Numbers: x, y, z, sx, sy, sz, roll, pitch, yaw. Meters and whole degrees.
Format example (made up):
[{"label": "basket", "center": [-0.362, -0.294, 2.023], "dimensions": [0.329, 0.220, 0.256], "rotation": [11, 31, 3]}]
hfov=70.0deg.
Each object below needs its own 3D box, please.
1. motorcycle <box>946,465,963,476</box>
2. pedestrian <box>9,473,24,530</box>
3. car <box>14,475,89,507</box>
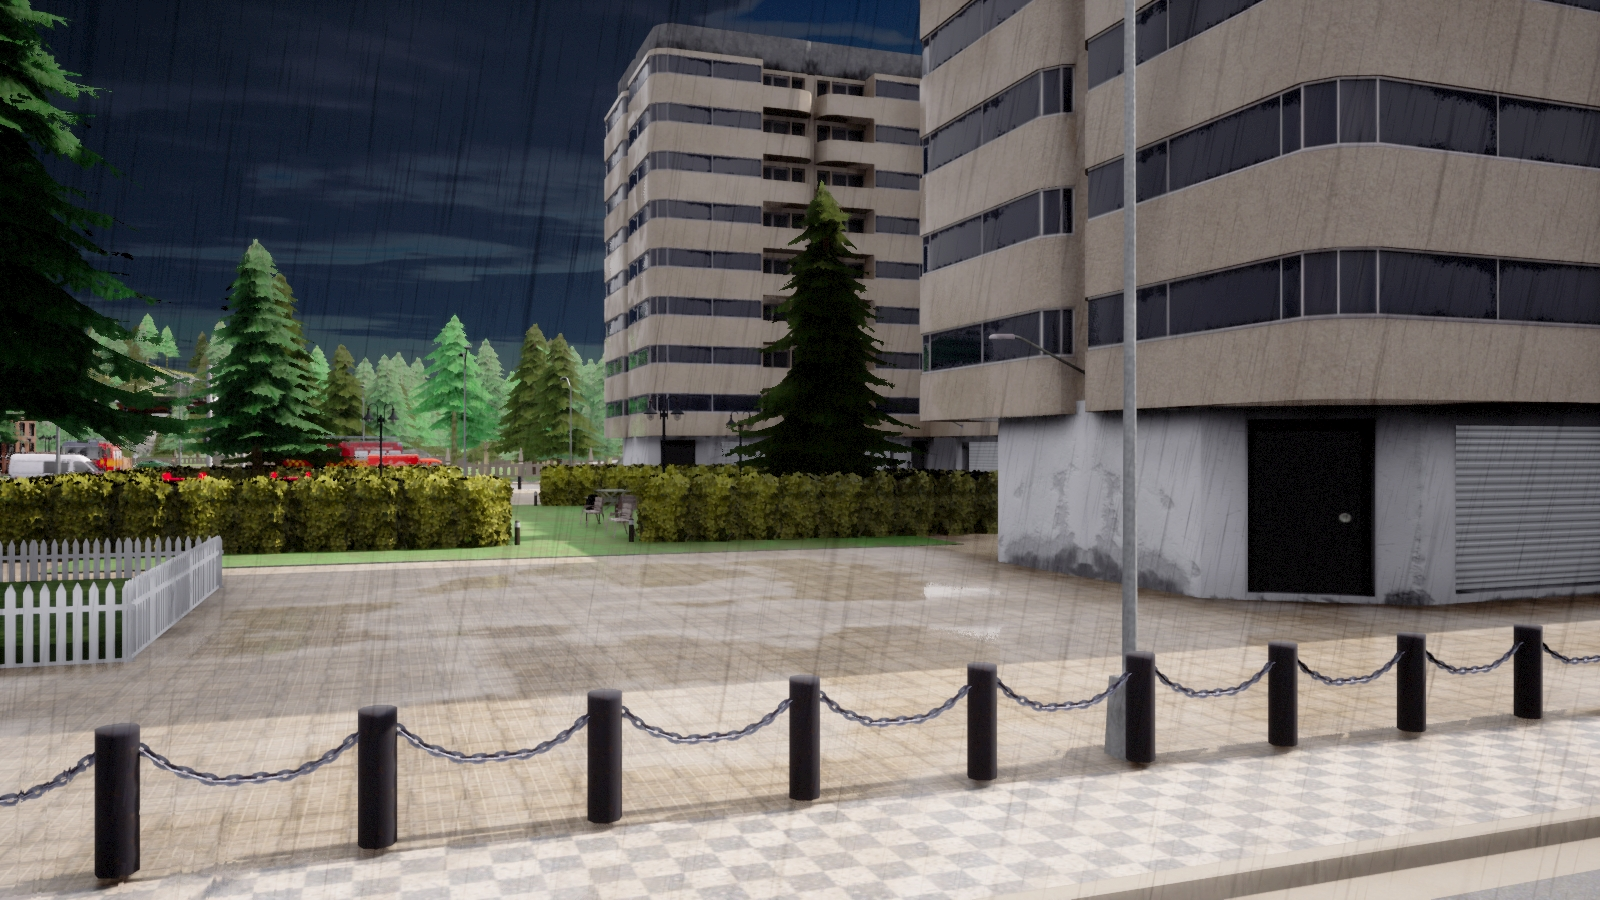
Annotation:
[{"label": "motorcycle", "center": [16.084, 2.131, 119.009], "dimensions": [0.803, 1.199, 2.033], "rotation": [0, 0, -20]}, {"label": "pedestrian", "center": [-25.930, 1.695, 37.814], "dimensions": [0.375, 1.860, 0.375], "rotation": [0, 0, -29]}, {"label": "car", "center": [-38.243, 2.063, 58.523], "dimensions": [2.163, 1.488, 4.792], "rotation": [0, 0, -20]}]
